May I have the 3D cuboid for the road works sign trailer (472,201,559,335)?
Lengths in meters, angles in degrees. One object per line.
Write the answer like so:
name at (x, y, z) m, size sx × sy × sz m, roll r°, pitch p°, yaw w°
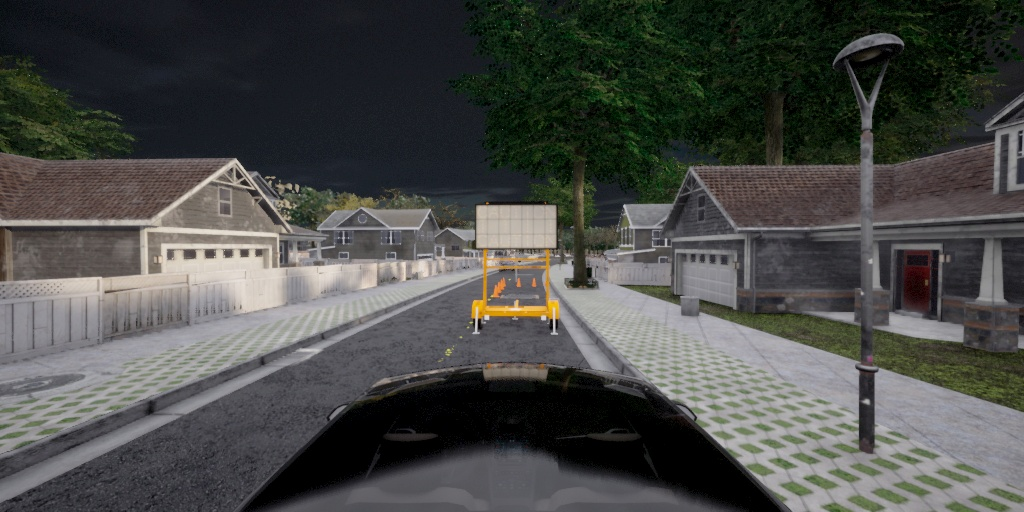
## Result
road works sign trailer at (0.129, 0.213, 10.545) m, size 2.380 × 3.560 × 2.880 m, roll 0°, pitch 0°, yaw 2°

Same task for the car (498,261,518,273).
car at (-0.367, 1.291, 42.334) m, size 1.994 × 1.385 × 4.181 m, roll 0°, pitch 0°, yaw 6°
